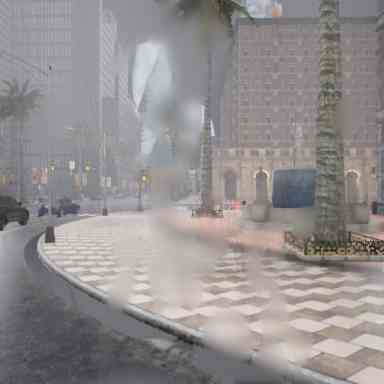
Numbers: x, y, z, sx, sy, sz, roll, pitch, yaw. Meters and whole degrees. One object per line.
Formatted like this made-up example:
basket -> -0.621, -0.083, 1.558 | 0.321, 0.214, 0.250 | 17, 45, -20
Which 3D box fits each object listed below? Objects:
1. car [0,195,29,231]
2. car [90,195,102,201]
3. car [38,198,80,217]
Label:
car -> -12.211, 1.221, 20.788 | 2.150, 2.045, 5.566 | 0, 0, -6
car -> -24.290, 1.513, 84.688 | 2.161, 1.482, 4.786 | 0, 0, 1
car -> -12.326, 1.351, 31.115 | 2.097, 1.767, 4.553 | 0, 0, 6
